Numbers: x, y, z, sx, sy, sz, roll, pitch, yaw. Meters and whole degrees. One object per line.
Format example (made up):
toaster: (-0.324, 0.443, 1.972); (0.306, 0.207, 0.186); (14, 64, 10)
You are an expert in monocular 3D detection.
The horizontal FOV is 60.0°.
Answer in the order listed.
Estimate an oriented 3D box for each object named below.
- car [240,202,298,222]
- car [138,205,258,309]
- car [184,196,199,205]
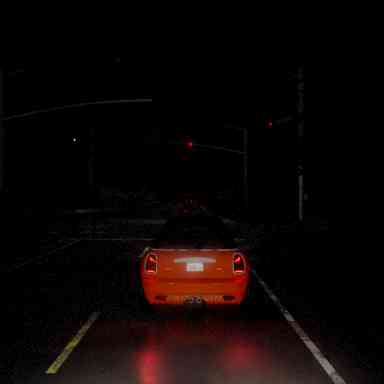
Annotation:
car: (5.591, 1.476, 25.397); (4.902, 1.511, 2.128); (0, 0, -4)
car: (0.059, 1.352, 8.026); (2.097, 1.767, 4.553); (0, 0, 0)
car: (-0.028, 1.352, 47.745); (2.097, 1.767, 4.553); (0, 0, 0)
